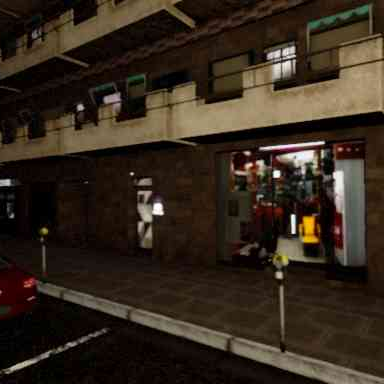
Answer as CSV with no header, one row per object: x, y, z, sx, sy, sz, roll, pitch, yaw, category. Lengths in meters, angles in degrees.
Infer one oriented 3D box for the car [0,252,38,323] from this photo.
-4.461,1.584,6.071,4.206,1.307,1.802,0,-1,36,car
